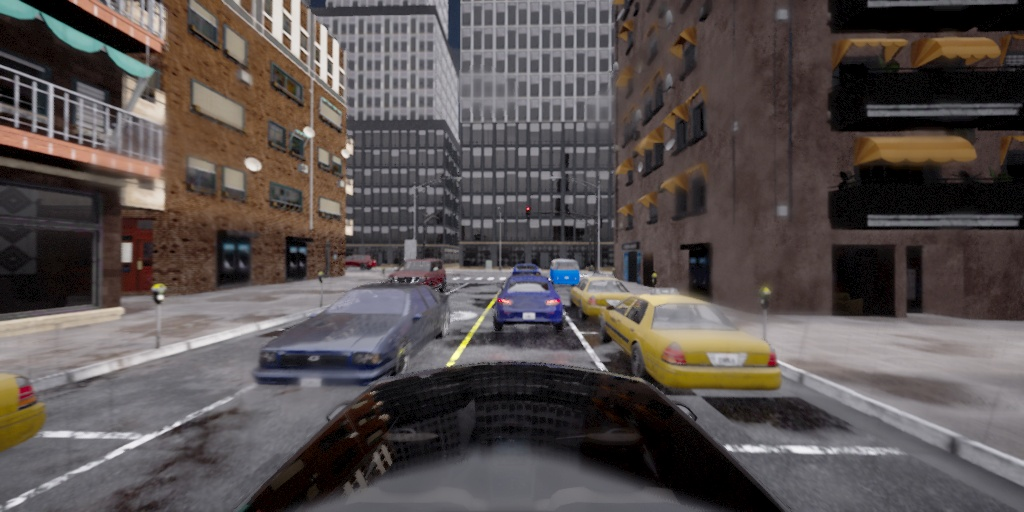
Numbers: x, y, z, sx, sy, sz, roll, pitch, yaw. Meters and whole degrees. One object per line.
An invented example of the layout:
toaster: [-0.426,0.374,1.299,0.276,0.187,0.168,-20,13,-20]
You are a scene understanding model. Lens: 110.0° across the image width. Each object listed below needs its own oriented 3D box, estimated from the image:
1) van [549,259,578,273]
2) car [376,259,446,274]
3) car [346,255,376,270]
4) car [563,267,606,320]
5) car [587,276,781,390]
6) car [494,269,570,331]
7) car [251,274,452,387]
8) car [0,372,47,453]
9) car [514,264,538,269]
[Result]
van: [3.381,1.108,23.627,1.690,1.789,3.998,0,0,2]
car: [-4.685,1.056,18.256,2.192,1.841,5.009,0,0,2]
car: [-19.383,0.811,44.366,5.009,1.841,2.192,0,0,2]
car: [3.007,1.287,12.523,1.751,1.417,4.829,0,0,2]
car: [2.817,1.284,6.886,1.751,1.417,4.829,0,0,2]
car: [0.487,1.279,10.907,1.812,1.442,4.674,0,0,2]
car: [-2.567,1.291,7.409,2.033,1.411,5.357,0,0,2]
car: [-5.260,1.260,1.174,1.751,1.417,4.829,0,0,2]
car: [0.911,1.238,23.393,1.882,1.535,5.008,0,0,2]
